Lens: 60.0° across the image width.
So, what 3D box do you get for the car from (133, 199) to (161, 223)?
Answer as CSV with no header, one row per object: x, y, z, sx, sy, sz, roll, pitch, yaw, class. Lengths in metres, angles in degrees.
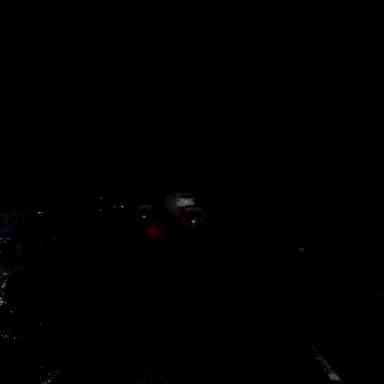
-3.490,1.573,26.150,1.812,1.442,4.674,0,1,-1,car

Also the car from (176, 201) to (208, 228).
0.082,1.595,22.510,1.812,1.442,4.674,0,0,0,car

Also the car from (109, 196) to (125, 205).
-12.124,1.309,53.660,1.994,1.385,4.181,0,1,-22,car

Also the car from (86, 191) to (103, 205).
-15.702,0.943,53.259,2.150,2.045,5.566,0,0,-23,car

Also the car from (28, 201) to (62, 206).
-10.502,1.418,23.224,2.097,1.767,4.553,0,0,0,car

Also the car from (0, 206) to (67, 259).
-7.000,1.561,13.281,1.882,1.535,5.008,0,0,0,car

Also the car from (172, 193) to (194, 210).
-1.109,1.143,40.435,2.150,2.045,5.566,0,0,-9,car
